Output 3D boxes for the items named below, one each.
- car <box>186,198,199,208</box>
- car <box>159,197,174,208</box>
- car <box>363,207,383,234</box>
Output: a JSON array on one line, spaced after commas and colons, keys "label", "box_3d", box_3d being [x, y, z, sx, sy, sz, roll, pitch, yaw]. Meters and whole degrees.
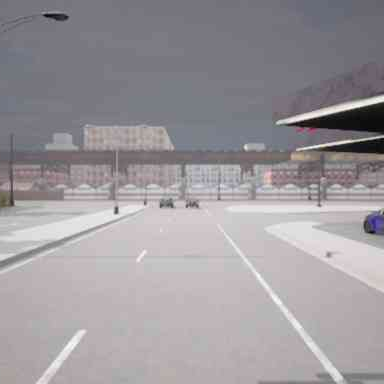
[{"label": "car", "box_3d": [0.079, 1.463, 45.167, 2.033, 1.411, 5.357, 0, 0, 1]}, {"label": "car", "box_3d": [-3.416, 1.407, 45.248, 2.128, 1.511, 4.902, 0, 0, 0]}, {"label": "car", "box_3d": [9.705, 1.267, 14.979, 2.242, 1.667, 4.611, 0, 0, 0]}]
